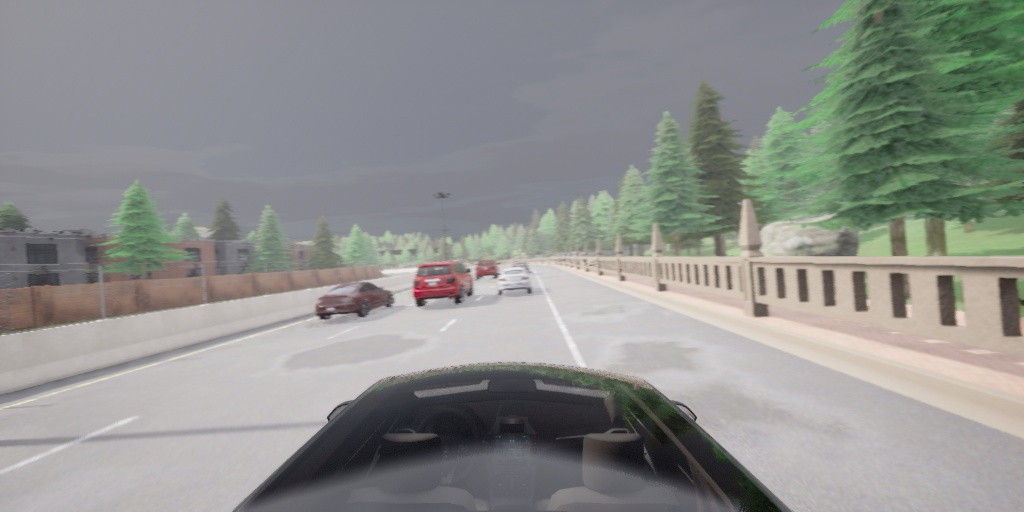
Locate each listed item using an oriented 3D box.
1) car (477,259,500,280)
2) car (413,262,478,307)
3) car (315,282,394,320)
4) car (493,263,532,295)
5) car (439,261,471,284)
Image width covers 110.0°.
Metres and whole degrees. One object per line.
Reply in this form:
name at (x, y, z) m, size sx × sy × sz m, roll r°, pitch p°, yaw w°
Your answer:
car at (-2.555, 1.393, 38.516) m, size 2.150 × 2.045 × 5.566 m, roll -5°, pitch 0°, yaw 3°
car at (-3.432, 1.344, 18.701) m, size 2.150 × 2.045 × 5.566 m, roll -5°, pitch 0°, yaw 3°
car at (-7.004, 1.919, 16.301) m, size 1.812 × 1.442 × 4.674 m, roll -5°, pitch 0°, yaw 3°
car at (0.196, 1.375, 21.170) m, size 1.812 × 1.442 × 4.674 m, roll -5°, pitch 0°, yaw 3°
car at (-6.045, 1.671, 38.544) m, size 2.150 × 2.045 × 5.566 m, roll -5°, pitch 0°, yaw 3°
